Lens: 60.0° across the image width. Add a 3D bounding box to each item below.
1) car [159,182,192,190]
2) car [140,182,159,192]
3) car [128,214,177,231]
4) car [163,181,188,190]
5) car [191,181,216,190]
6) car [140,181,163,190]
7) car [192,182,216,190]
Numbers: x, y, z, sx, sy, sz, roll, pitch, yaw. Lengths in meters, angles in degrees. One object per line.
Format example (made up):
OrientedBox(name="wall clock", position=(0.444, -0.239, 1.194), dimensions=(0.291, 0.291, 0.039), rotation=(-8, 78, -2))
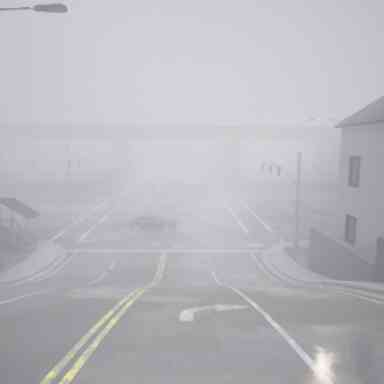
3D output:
OrientedBox(name="car", position=(-3.157, -1.053, 63.529), dimensions=(4.974, 1.542, 2.038), rotation=(-6, 10, -36))
OrientedBox(name="car", position=(-7.765, -1.059, 63.517), dimensions=(4.974, 1.542, 2.038), rotation=(7, 11, 43))
OrientedBox(name="car", position=(-4.004, 3.099, 33.874), dimensions=(4.892, 1.490, 1.837), rotation=(1, 8, 0))
OrientedBox(name="car", position=(-3.115, -1.213, 63.539), dimensions=(4.536, 1.218, 1.853), rotation=(-6, 10, -36))
OrientedBox(name="car", position=(2.164, -1.310, 64.316), dimensions=(4.536, 1.218, 1.853), rotation=(4, 9, 28))
OrientedBox(name="car", position=(-7.803, -1.220, 63.531), dimensions=(4.536, 1.218, 1.853), rotation=(7, 11, 43))
OrientedBox(name="car", position=(2.210, -1.150, 64.313), dimensions=(4.974, 1.542, 2.038), rotation=(4, 9, 28))
